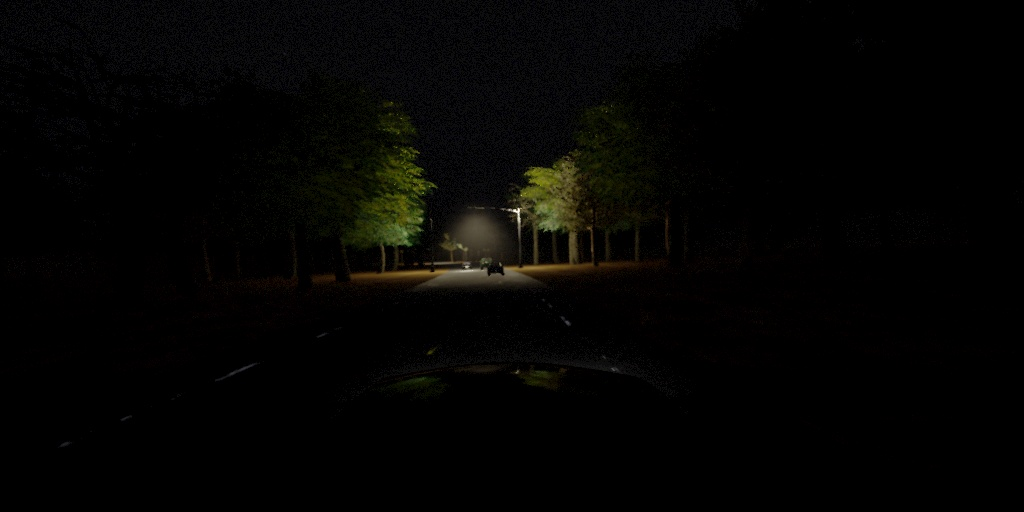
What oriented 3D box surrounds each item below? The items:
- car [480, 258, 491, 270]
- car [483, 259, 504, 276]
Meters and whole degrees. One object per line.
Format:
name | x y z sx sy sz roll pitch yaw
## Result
car | -4.607 1.369 65.221 2.150 2.045 5.566 -2 0 -7
car | -2.020 1.497 43.120 2.128 1.511 4.902 -2 0 -5
